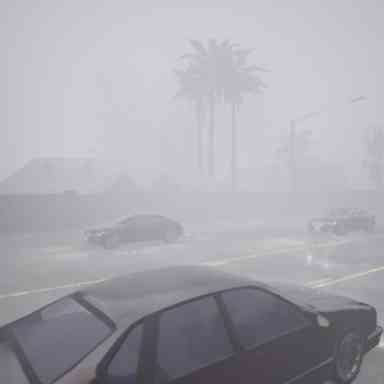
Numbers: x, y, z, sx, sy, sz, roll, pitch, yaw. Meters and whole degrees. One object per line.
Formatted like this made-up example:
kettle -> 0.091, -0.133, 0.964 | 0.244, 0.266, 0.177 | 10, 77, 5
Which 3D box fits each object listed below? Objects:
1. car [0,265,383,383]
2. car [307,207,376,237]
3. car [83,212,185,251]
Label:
car -> 0.011, 1.584, 3.627 | 5.357, 1.411, 2.033 | 0, -1, -37
car -> 8.529, 1.616, 18.853 | 4.902, 1.511, 2.128 | 0, -1, -36
car -> -2.509, 1.679, 15.142 | 4.674, 1.442, 1.812 | 0, -1, -36
